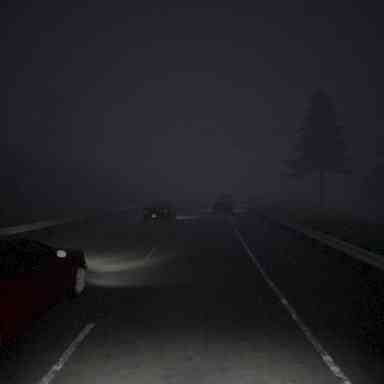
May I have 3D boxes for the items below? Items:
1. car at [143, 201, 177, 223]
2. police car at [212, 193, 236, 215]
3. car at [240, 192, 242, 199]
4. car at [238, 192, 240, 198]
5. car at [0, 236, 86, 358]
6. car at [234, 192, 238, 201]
[{"bbox_3d":[-2.252,1.343,23.709,1.812,1.442,4.674,0,0,5],"label":"car"},{"bbox_3d":[2.925,1.191,31.168,1.930,1.638,5.238,0,0,7],"label":"police car"},{"bbox_3d":[10.912,0.771,79.042,1.882,1.535,5.008,0,0,13],"label":"car"},{"bbox_3d":[7.502,1.015,63.739,2.128,1.511,4.902,0,0,13],"label":"car"},{"bbox_3d":[-3.277,1.433,5.302,1.882,1.535,5.008,0,0,1],"label":"car"},{"bbox_3d":[4.205,1.046,40.722,2.097,1.767,4.553,0,0,9],"label":"car"}]
